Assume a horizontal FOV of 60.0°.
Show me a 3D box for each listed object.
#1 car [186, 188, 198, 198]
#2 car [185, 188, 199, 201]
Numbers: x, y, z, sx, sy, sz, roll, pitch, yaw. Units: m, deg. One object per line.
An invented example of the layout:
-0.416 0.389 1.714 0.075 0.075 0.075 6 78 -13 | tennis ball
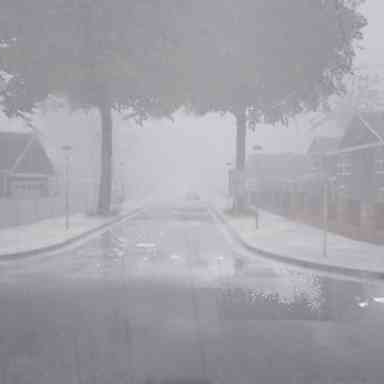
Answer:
0.009 0.136 58.255 2.097 1.767 4.553 0 1 0 | car
0.008 0.541 48.242 1.994 1.385 4.181 0 1 0 | car
